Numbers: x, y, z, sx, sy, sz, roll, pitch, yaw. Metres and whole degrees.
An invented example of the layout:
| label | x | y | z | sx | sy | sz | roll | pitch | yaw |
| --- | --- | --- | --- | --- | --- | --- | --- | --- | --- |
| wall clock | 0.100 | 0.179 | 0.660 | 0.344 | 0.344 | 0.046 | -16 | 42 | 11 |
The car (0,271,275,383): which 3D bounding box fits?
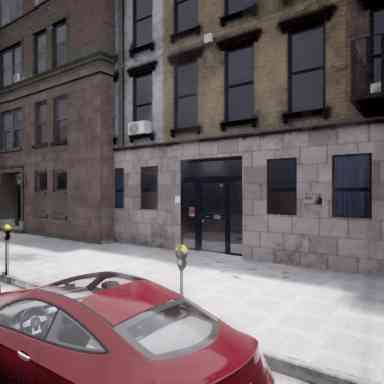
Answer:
| label | x | y | z | sx | sy | sz | roll | pitch | yaw |
| --- | --- | --- | --- | --- | --- | --- | --- | --- | --- |
| car | -1.213 | 1.582 | 3.684 | 4.206 | 1.307 | 1.802 | 0 | 0 | 36 |
